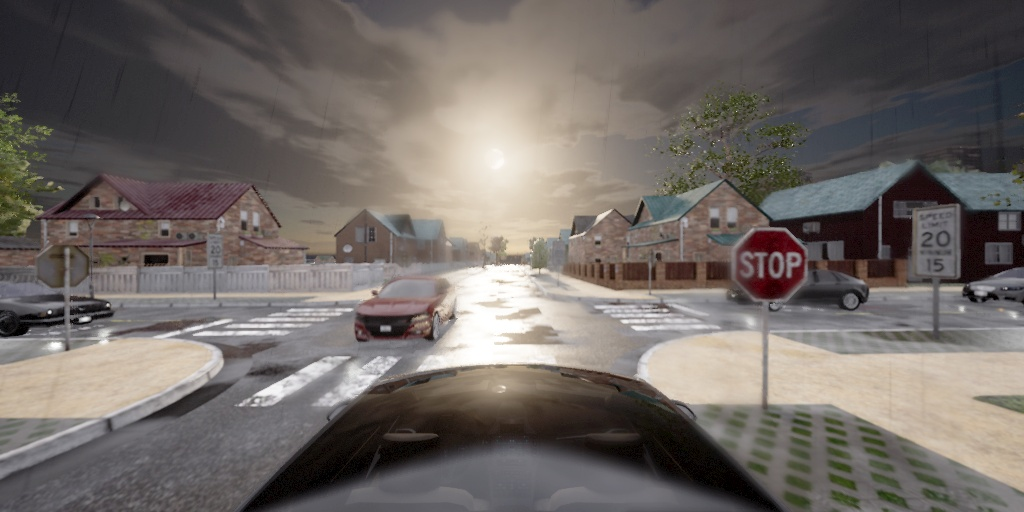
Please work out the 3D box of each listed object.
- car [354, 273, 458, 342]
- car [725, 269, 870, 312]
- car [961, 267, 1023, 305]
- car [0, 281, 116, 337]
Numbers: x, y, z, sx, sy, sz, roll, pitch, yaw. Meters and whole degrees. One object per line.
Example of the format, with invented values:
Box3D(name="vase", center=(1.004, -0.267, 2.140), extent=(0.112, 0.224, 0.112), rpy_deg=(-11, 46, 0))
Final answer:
Box3D(name="car", center=(-2.767, 1.314, 10.342), extent=(1.882, 1.535, 5.008), rpy_deg=(0, 0, 0))
Box3D(name="car", center=(10.905, 1.263, 13.865), extent=(4.892, 1.490, 1.837), rpy_deg=(0, 0, -3))
Box3D(name="car", center=(20.917, 1.199, 14.208), extent=(4.902, 1.511, 2.128), rpy_deg=(0, 0, -2))
Box3D(name="car", center=(-14.923, 1.445, 10.250), extent=(5.357, 1.411, 2.033), rpy_deg=(0, 0, -1))
